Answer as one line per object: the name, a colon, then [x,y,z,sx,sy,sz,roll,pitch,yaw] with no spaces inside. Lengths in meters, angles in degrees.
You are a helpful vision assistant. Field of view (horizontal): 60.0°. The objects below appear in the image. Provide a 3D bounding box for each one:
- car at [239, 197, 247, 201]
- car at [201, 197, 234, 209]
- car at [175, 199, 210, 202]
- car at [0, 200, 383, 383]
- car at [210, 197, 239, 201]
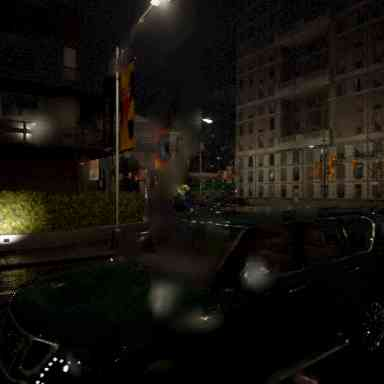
car: [6.316,1.503,48.521,1.837,1.490,4.892,0,-1,-35]
car: [3.502,1.478,46.444,1.882,1.535,5.008,0,0,-35]
car: [-0.670,1.526,32.081,1.812,1.442,4.674,0,0,-35]
car: [0.586,1.221,4.396,5.566,2.045,2.150,0,0,-36]
car: [2.121,1.492,34.198,2.128,1.511,4.902,0,0,-35]
